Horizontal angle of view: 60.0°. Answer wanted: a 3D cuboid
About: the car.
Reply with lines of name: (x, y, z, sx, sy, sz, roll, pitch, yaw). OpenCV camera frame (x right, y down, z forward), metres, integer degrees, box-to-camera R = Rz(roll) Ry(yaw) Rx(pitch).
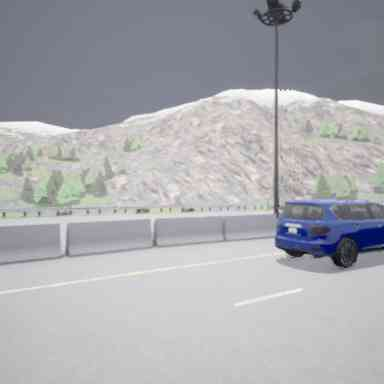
car: (5.385, 1.260, 11.473, 5.566, 2.045, 2.150, 0, 0, -30)
